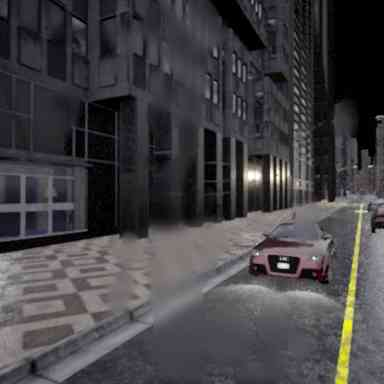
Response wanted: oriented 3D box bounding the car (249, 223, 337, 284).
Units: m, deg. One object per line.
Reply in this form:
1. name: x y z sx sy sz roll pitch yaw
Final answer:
1. car: 3.155 1.629 9.903 1.994 1.385 4.181 0 0 28

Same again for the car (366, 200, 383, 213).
1. car: 20.890 1.692 37.579 2.128 1.511 4.902 0 -1 27

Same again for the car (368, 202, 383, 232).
1. car: 11.953 1.616 20.291 1.837 1.490 4.892 0 0 28
